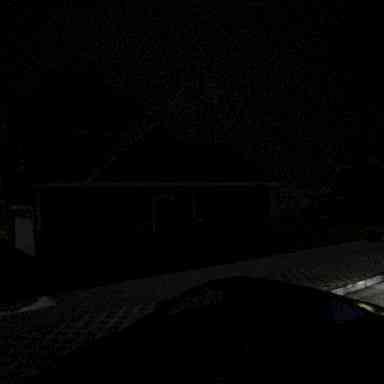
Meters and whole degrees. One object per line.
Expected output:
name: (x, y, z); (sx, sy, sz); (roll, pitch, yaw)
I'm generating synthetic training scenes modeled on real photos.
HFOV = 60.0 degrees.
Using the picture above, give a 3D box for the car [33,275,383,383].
car: (0.521, 1.676, 3.446); (4.181, 1.385, 1.994); (0, -2, -37)
